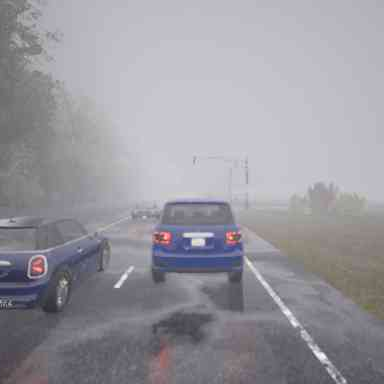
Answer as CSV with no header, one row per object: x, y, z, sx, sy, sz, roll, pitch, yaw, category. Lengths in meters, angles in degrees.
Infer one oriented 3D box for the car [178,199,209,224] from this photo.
0.110,1.370,24.971,2.128,1.511,4.902,0,0,0,car

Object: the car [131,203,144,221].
-3.393,1.476,25.771,1.895,1.301,4.718,0,0,0,car

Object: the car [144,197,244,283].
0.109,1.169,9.660,2.150,2.045,5.566,0,-1,-1,car

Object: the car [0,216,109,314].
-3.402,1.316,7.686,2.097,1.767,4.553,0,0,0,car
